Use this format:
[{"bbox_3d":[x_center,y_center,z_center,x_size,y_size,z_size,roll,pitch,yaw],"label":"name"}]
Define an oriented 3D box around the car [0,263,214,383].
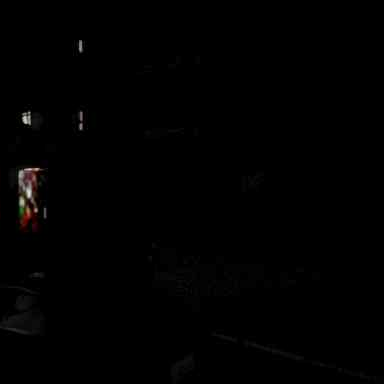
[{"bbox_3d":[-1.771,1.601,4.135,4.313,1.339,1.947,-1,0,36],"label":"car"}]
